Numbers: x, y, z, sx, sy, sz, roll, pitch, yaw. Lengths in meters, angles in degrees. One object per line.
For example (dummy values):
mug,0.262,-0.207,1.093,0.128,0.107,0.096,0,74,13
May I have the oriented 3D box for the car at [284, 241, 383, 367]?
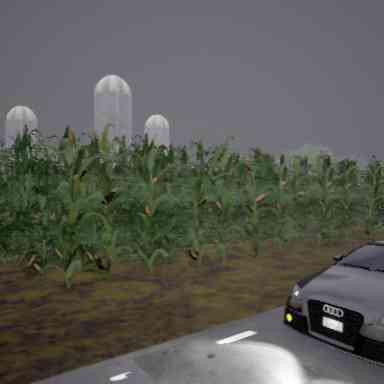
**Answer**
car,3.480,1.564,5.554,4.181,1.385,1.994,0,0,-36
